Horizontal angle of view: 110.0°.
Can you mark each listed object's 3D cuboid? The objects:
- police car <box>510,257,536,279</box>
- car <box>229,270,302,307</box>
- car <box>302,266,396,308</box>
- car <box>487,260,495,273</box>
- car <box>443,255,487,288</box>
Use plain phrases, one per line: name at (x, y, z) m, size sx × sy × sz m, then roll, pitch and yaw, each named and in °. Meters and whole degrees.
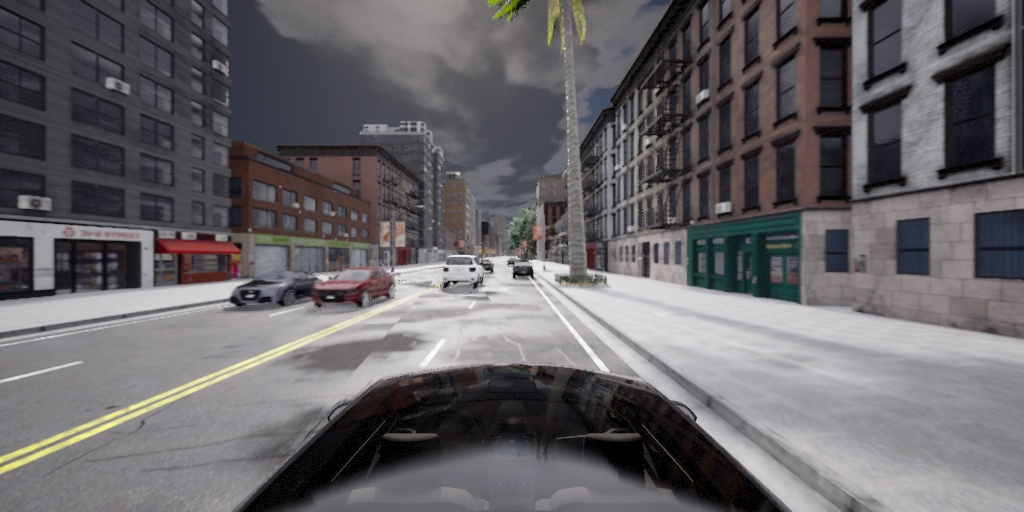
police car at (0.981, 1.175, 33.045) m, size 1.930 × 1.638 × 5.238 m, roll 0°, pitch 0°, yaw 0°
car at (-9.846, 1.315, 15.472) m, size 1.994 × 1.385 × 4.181 m, roll 0°, pitch 0°, yaw 0°
car at (-6.597, 1.228, 15.528) m, size 1.882 × 1.535 × 5.008 m, roll 0°, pitch 0°, yaw 0°
car at (-3.142, 1.254, 43.547) m, size 1.837 × 1.490 × 4.892 m, roll 0°, pitch 0°, yaw 0°
car at (-3.147, 0.972, 23.843) m, size 2.150 × 2.045 × 5.566 m, roll 0°, pitch 0°, yaw 0°
